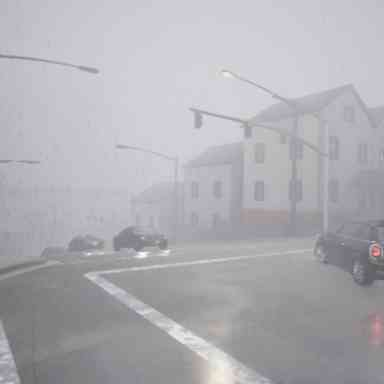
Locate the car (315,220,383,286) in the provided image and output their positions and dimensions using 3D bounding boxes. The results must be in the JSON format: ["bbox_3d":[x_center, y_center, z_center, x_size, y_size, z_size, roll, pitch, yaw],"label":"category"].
[{"bbox_3d":[5.477,1.632,10.271,2.097,1.767,4.553,1,-2,3],"label":"car"}]

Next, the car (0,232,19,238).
[{"bbox_3d":[-43.653,10.082,77.548,2.038,1.542,4.974,1,-1,18],"label":"car"}]

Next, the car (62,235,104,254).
[{"bbox_3d":[-9.033,4.388,28.166,2.128,1.511,4.902,2,-13,-36],"label":"car"}]

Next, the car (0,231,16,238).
[{"bbox_3d":[-43.633,9.926,77.601,1.853,1.218,4.536,1,-1,18],"label":"car"}]

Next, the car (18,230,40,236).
[{"bbox_3d":[-39.782,10.081,81.292,4.536,1.218,1.853,1,-1,-7],"label":"car"}]

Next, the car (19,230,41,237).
[{"bbox_3d":[-39.734,10.239,81.295,4.974,1.542,2.038,1,-1,-7],"label":"car"}]

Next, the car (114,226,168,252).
[{"bbox_3d":[-3.226,2.803,20.032,1.812,1.442,4.674,2,-10,-35],"label":"car"}]

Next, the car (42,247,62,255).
[{"bbox_3d":[-15.079,7.041,36.337,2.150,2.045,5.566,1,-21,-35],"label":"car"}]
